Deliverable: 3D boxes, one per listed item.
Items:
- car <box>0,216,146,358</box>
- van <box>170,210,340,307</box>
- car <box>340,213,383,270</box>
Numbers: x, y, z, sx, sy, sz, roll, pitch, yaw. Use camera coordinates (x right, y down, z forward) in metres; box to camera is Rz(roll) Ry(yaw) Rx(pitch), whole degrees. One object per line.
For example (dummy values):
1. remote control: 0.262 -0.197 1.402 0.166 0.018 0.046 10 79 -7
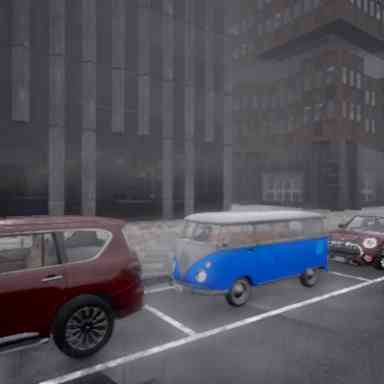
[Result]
1. car: -3.052 1.316 4.470 5.009 1.841 2.192 0 0 -36
2. van: 1.445 1.338 7.681 3.998 1.788 1.690 0 0 -36
3. car: 5.941 1.434 10.892 4.097 1.590 1.967 0 0 -36
